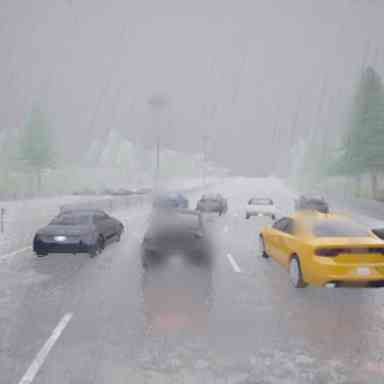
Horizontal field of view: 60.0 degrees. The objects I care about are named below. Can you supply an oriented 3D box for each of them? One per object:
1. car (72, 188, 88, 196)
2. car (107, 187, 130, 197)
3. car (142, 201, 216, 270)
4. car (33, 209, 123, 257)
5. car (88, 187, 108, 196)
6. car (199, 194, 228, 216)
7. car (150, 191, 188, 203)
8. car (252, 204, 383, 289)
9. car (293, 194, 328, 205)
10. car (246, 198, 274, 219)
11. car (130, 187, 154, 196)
[{"bbox_3d":[-17.681,-0.024,54.200,1.994,1.385,4.181,0,2,12],"label":"car"},{"bbox_3d":[-10.970,0.069,52.148,1.895,1.301,4.718,0,2,12],"label":"car"},{"bbox_3d":[-0.358,1.275,10.184,1.837,1.490,4.892,0,2,0],"label":"car"},{"bbox_3d":[-3.800,1.295,11.794,1.994,1.385,4.181,0,1,2],"label":"car"},{"bbox_3d":[-14.173,-0.100,53.925,2.128,1.511,4.902,0,2,12],"label":"car"},{"bbox_3d":[1.569,0.890,24.939,2.128,1.511,4.902,0,2,12],"label":"car"},{"bbox_3d":[-1.576,0.819,27.018,1.882,1.535,5.008,0,2,12],"label":"car"},{"bbox_3d":[3.112,1.282,8.654,1.882,1.535,5.008,0,1,-2],"label":"car"},{"bbox_3d":[8.494,0.922,23.874,1.837,1.490,4.892,0,2,12],"label":"car"},{"bbox_3d":[4.731,1.051,22.950,1.895,1.301,4.718,0,2,12],"label":"car"},{"bbox_3d":[-7.399,0.000,52.155,2.033,1.411,5.357,0,2,12],"label":"car"}]
